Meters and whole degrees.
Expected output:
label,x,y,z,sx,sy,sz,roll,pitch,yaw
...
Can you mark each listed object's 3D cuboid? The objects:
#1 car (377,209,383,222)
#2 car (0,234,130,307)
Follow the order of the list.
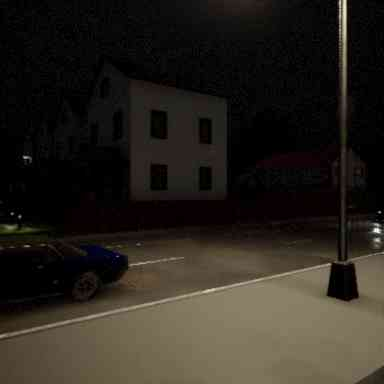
label,x,y,z,sx,sy,sz,roll,pitch,yaw
car,15.959,1.483,25.197,5.008,1.535,1.882,0,0,-35
car,-3.816,1.601,6.791,4.718,1.301,1.895,0,0,-35
